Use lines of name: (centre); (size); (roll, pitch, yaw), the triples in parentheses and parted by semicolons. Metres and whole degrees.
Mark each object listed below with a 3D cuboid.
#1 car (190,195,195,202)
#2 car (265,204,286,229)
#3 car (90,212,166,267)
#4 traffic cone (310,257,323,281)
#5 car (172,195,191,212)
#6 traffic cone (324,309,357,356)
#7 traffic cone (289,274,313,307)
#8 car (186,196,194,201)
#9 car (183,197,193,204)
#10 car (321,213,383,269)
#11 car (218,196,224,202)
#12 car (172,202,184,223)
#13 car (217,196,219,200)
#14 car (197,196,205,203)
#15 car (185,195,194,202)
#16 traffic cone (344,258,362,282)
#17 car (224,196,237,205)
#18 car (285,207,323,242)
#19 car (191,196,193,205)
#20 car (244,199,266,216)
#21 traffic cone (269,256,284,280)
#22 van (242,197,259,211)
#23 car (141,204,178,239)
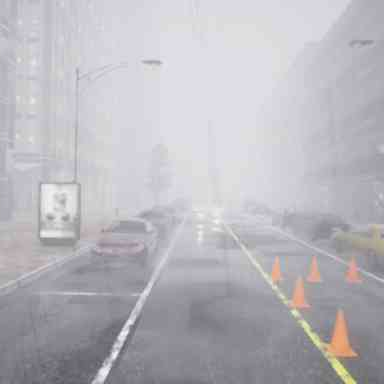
car: (-0.924, 1.506, 62.244); (1.967, 1.590, 4.097); (2, 0, 1)
car: (6.533, 1.678, 22.429); (2.008, 1.369, 4.403); (2, 0, 1)
car: (-2.106, 1.572, 11.346); (1.802, 1.307, 4.206); (2, 0, 1)
traffic cone: (3.237, 2.017, 8.783); (0.340, 0.580, 0.340); (1, 0, 1)
car: (-1.448, 1.476, 39.624); (1.967, 1.590, 4.097); (2, 0, 1)
traffic cone: (2.144, 1.995, 4.807); (0.340, 0.580, 0.340); (1, 0, 1)
traffic cone: (2.190, 1.999, 6.806); (0.340, 0.580, 0.340); (1, 0, 1)
car: (-0.404, 1.651, 84.865); (1.947, 1.339, 4.313); (2, 0, 1)
car: (-0.798, 1.653, 67.899); (1.802, 1.307, 4.206); (2, 0, 1)
car: (6.276, 1.633, 11.289); (1.752, 1.417, 4.829); (2, 0, 1)
car: (7.841, 1.780, 78.981); (1.802, 1.307, 4.206); (2, 0, 1)
car: (-1.844, 1.576, 22.657); (1.947, 1.339, 4.313); (2, 0, 1)
car: (7.973, 1.753, 84.636); (2.008, 1.369, 4.403); (2, 0, 1)
car: (1.978, 1.660, 71.974); (2.033, 1.411, 5.357); (1, 0, 1)
car: (-0.531, 1.521, 79.211); (1.967, 1.590, 4.097); (2, 0, 1)
traffic cone: (4.236, 2.031, 8.760); (0.340, 0.580, 0.340); (1, 0, 1)
car: (7.448, 1.765, 62.015); (1.802, 1.307, 4.206); (2, 0, 1)
car: (6.402, 1.684, 16.773); (1.947, 1.339, 4.313); (2, 0, 1)
car: (-1.190, 1.634, 50.934); (1.802, 1.307, 4.206); (2, 0, 1)
car: (6.794, 1.711, 33.739); (1.947, 1.339, 4.313); (2, 0, 1)
traffic cone: (2.237, 2.003, 8.806); (0.340, 0.580, 0.340); (1, 0, 1)
van: (6.931, 1.495, 39.395); (1.690, 1.788, 3.998); (2, 0, 1)
car: (-1.974, 1.546, 17.001); (1.887, 1.381, 4.507); (2, 0, 1)
